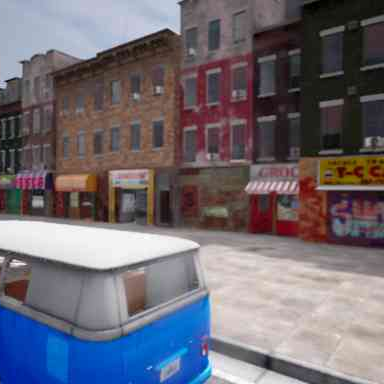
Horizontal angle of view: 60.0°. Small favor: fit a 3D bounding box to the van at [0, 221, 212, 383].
[{"bbox_3d":[-1.697,1.318,4.015,3.998,1.788,1.690,0,0,35],"label":"van"}]
